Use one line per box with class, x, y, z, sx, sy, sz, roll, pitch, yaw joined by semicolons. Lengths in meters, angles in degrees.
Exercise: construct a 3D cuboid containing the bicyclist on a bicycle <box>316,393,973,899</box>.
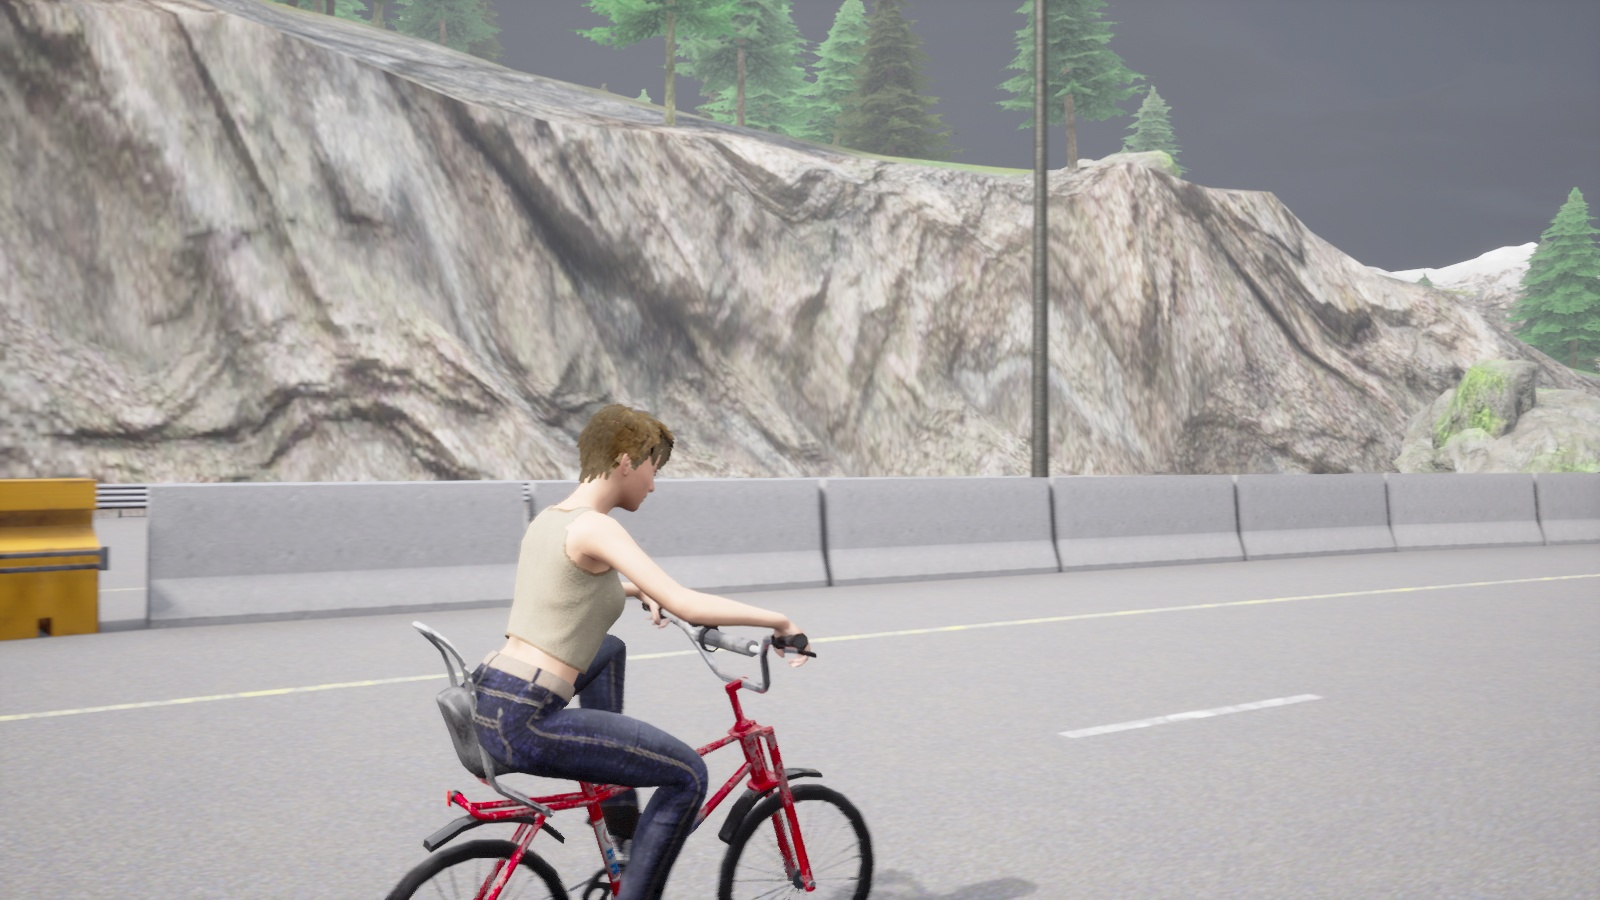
bicyclist on a bicycle;-0.402;0.689;3.345;1.509;1.612;0.866;0;0;-33
